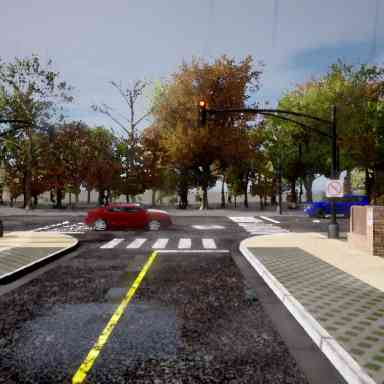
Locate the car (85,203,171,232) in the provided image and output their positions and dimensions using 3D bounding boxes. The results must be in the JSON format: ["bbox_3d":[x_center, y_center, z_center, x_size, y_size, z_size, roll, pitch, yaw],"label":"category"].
[{"bbox_3d":[-3.724,1.473,19.682,5.008,1.535,1.882,0,0,0],"label":"car"}]

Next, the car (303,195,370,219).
[{"bbox_3d":[12.853,1.279,29.626,5.566,2.045,2.150,0,0,0],"label":"car"}]

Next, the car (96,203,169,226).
[{"bbox_3d":[-4.004,1.522,22.932,4.674,1.442,1.812,0,0,0],"label":"car"}]
